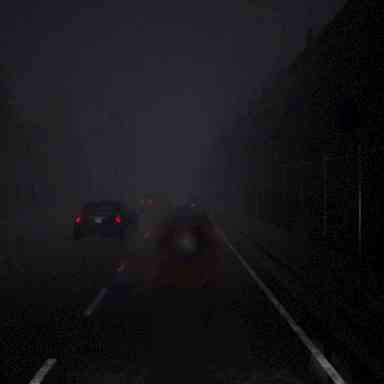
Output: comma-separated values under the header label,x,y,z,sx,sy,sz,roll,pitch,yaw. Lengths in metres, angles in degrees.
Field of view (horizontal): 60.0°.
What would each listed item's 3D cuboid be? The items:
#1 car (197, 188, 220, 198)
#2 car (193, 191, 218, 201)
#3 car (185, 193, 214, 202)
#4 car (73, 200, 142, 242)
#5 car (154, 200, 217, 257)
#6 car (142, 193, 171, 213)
label,x,y,z,sx,sy,sz,roll,pitch,yaw
car,2.019,0.401,53.325,5.566,2.045,2.150,-1,1,-41
car,1.221,0.866,47.686,1.895,1.301,4.718,1,1,42
car,0.536,1.083,31.216,1.994,1.385,4.181,0,1,12
car,-3.773,1.129,15.298,2.097,1.767,4.553,0,1,-1
car,-0.206,1.289,12.221,1.882,1.535,5.008,0,1,-1
car,-3.155,0.896,30.436,2.097,1.767,4.553,0,1,9
